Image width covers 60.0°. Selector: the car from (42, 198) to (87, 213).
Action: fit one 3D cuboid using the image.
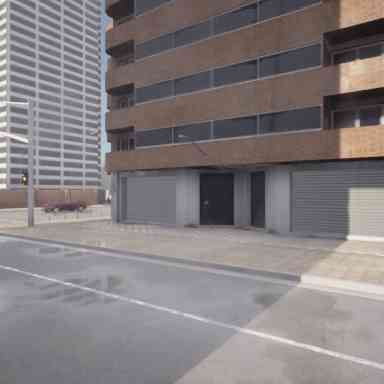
[{"bbox_3d":[-14.101,1.478,36.878,1.882,1.535,5.008,0,0,35],"label":"car"}]
